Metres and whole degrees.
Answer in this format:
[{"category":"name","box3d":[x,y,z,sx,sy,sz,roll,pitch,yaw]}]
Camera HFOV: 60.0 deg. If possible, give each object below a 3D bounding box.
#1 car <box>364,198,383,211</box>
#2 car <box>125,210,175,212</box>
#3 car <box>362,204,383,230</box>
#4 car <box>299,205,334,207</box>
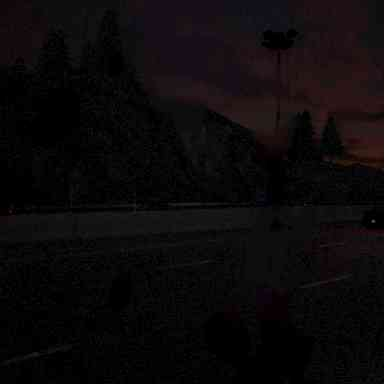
[{"category":"car","box3d":[23.793,1.470,40.849,4.902,1.511,2.128,0,0,-22]},{"category":"car","box3d":[-2.852,1.455,23.041,4.674,1.442,1.812,0,0,-32]},{"category":"car","box3d":[12.323,1.470,19.778,5.008,1.535,1.882,0,0,-28]},{"category":"car","box3d":[15.252,1.454,40.905,4.892,1.490,1.837,0,0,-25]}]
